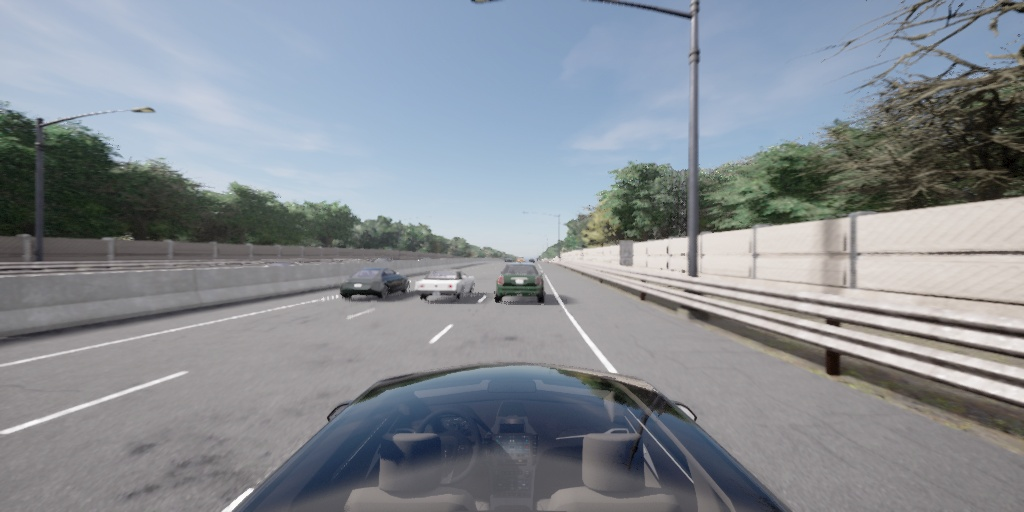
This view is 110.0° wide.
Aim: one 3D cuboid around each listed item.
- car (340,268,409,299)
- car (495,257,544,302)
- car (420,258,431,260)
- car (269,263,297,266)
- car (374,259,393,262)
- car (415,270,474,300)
[{"bbox_3d":[-6.548,1.254,17.532,1.994,1.385,4.181,0,0,3],"label":"car"},{"bbox_3d":[0.437,1.091,17.073,2.097,1.767,4.553,0,0,3],"label":"car"},{"bbox_3d":[-14.523,1.141,59.894,1.837,1.490,4.892,0,0,3],"label":"car"},{"bbox_3d":[-16.651,1.175,25.884,1.994,1.385,4.181,0,0,4],"label":"car"},{"bbox_3d":[-15.574,1.074,43.234,1.882,1.535,5.008,0,0,4],"label":"car"},{"bbox_3d":[-3.054,1.315,17.351,1.895,1.301,4.718,0,0,3],"label":"car"}]
